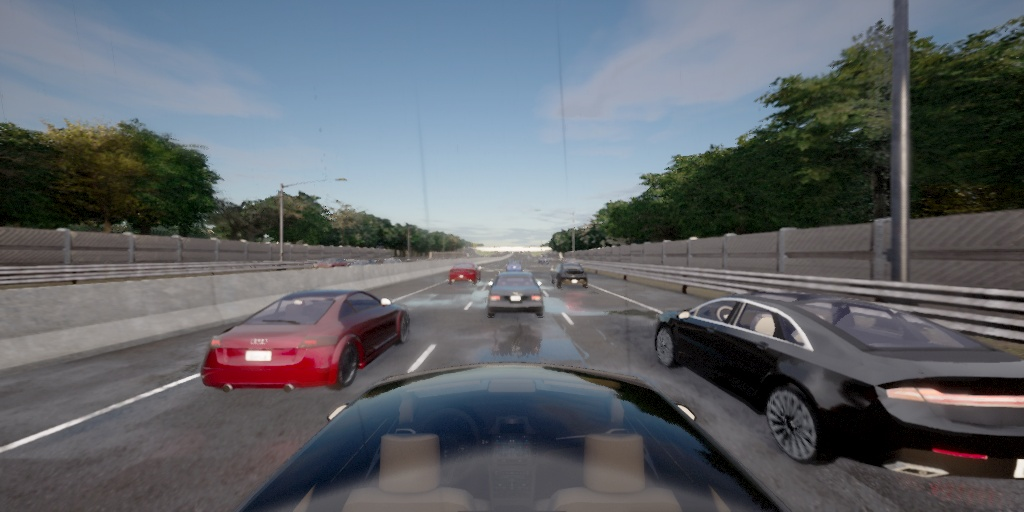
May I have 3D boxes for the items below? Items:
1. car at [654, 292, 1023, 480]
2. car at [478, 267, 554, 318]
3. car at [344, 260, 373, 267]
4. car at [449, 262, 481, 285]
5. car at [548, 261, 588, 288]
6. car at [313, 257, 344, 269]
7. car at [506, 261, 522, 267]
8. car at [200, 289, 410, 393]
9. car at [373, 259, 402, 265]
[{"bbox_3d":[3.604,1.237,4.881,2.128,1.511,4.902,0,0,0],"label":"car"},{"bbox_3d":[0.117,1.281,12.956,2.033,1.411,5.357,0,0,0],"label":"car"},{"bbox_3d":[-17.404,1.200,42.224,1.837,1.490,4.892,0,0,1],"label":"car"},{"bbox_3d":[-3.329,1.194,26.138,1.882,1.535,5.008,0,0,0],"label":"car"},{"bbox_3d":[3.658,1.225,23.296,1.837,1.490,4.892,0,0,0],"label":"car"},{"bbox_3d":[-20.907,1.045,41.502,2.097,1.767,4.553,0,0,1],"label":"car"},{"bbox_3d":[0.265,1.247,40.087,2.033,1.411,5.357,0,0,0],"label":"car"},{"bbox_3d":[-3.394,1.306,6.814,1.994,1.385,4.181,0,0,0],"label":"car"},{"bbox_3d":[-13.912,1.202,41.420,1.837,1.490,4.892,0,0,1],"label":"car"}]
